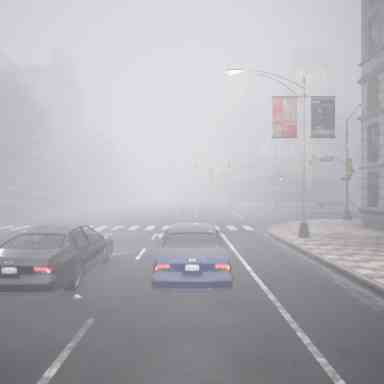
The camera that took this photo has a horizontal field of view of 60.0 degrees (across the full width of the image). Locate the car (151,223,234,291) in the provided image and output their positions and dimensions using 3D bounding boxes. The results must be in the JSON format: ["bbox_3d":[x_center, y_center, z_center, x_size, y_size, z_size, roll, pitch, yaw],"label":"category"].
[{"bbox_3d":[-0.003,1.552,9.120,2.033,1.411,5.357,0,0,0],"label":"car"}]

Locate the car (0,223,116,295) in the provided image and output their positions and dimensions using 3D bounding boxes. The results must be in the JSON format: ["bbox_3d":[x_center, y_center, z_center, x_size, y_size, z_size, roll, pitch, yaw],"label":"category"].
[{"bbox_3d":[-3.503,1.552,8.887,2.033,1.411,5.357,0,0,0],"label":"car"}]

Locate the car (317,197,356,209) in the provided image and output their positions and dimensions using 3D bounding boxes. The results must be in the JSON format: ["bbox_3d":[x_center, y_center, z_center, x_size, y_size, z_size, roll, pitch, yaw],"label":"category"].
[{"bbox_3d":[20.056,1.498,46.243,5.008,1.535,1.882,0,0,0],"label":"car"}]
